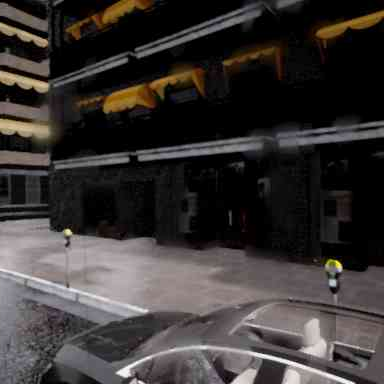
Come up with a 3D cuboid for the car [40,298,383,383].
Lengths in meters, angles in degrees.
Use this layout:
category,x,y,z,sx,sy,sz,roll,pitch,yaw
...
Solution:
category,x,y,z,sx,sy,sz,roll,pitch,yaw
car,0.601,1.548,2.471,4.403,1.369,2.008,0,-1,36
